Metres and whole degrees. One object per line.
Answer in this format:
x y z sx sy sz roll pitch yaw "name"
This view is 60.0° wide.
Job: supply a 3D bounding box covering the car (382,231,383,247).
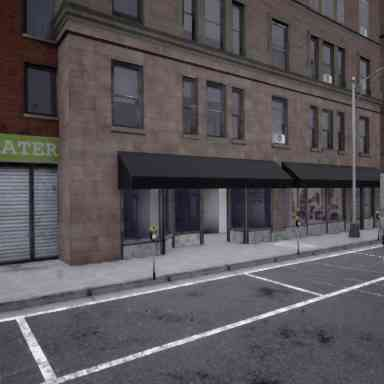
9.217 1.540 13.116 4.507 1.381 1.887 0 -1 -35 "car"
